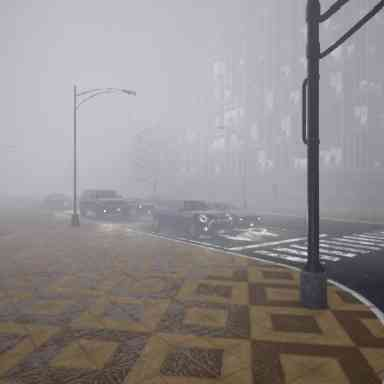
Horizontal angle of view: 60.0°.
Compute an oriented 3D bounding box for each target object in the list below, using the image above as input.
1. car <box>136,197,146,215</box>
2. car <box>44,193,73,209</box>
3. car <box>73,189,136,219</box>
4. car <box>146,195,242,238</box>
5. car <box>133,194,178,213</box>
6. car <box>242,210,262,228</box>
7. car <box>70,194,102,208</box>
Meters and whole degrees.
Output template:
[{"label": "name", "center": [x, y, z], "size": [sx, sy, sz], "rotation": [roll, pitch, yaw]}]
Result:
[{"label": "car", "center": [-4.716, 1.156, 27.667], "size": [1.895, 1.301, 4.718], "rotation": [0, 1, -38]}, {"label": "car", "center": [-13.550, 0.864, 33.645], "size": [2.128, 1.511, 4.902], "rotation": [0, 1, -38]}, {"label": "car", "center": [-6.681, 0.798, 24.918], "size": [2.150, 2.045, 5.566], "rotation": [0, 1, -38]}, {"label": "car", "center": [-0.048, 1.124, 16.512], "size": [2.097, 1.767, 4.553], "rotation": [0, 1, -38]}, {"label": "car", "center": [-3.559, 0.983, 31.767], "size": [1.882, 1.535, 5.008], "rotation": [0, 1, -38]}, {"label": "car", "center": [1.613, 1.289, 19.706], "size": [2.033, 1.411, 5.357], "rotation": [0, 1, -36]}, {"label": "car", "center": [-11.652, 0.913, 36.498], "size": [1.994, 1.385, 4.181], "rotation": [0, 1, -38]}]
